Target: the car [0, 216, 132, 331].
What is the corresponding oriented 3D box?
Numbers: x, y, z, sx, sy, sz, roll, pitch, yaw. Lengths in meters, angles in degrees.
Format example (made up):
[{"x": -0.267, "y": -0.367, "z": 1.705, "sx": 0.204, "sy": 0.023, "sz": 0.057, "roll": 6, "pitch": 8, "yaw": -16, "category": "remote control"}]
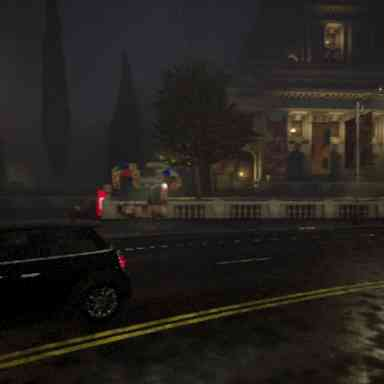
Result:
[{"x": -3.407, "y": 1.300, "z": 5.546, "sx": 4.553, "sy": 1.767, "sz": 2.097, "roll": 0, "pitch": 1, "yaw": -32, "category": "car"}]
